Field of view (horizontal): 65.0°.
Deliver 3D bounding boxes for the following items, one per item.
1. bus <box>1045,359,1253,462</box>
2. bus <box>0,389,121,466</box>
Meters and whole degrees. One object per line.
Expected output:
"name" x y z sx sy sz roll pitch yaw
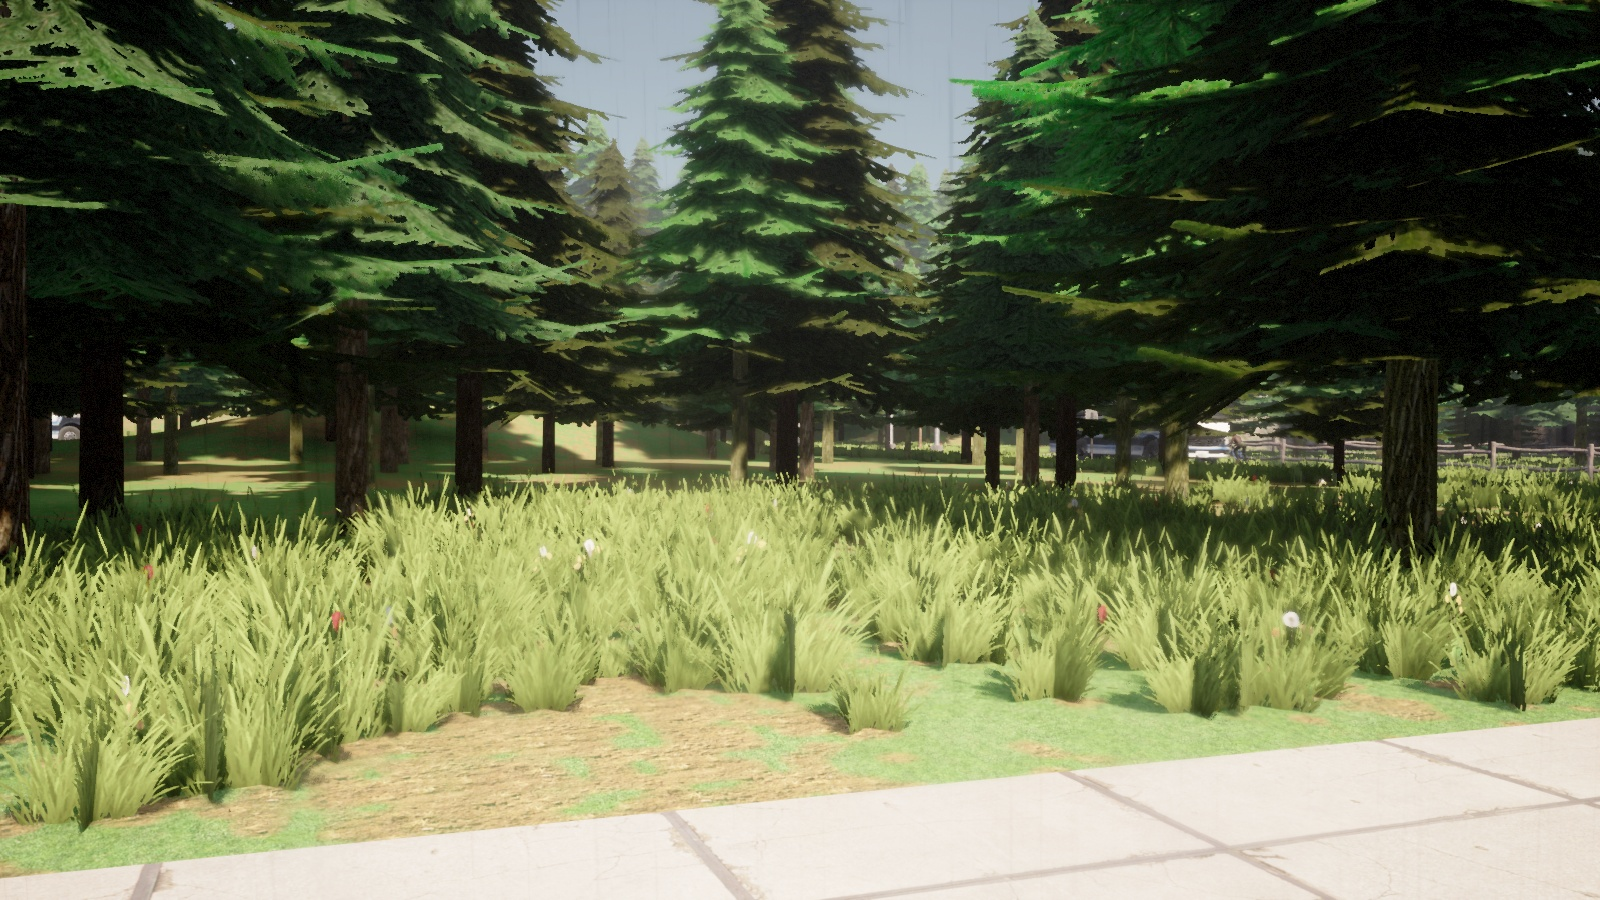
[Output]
"bus" 15.622 -1.709 57.473 3.944 4.253 10.273 -1 1 -20
"bus" -44.786 -1.279 71.152 3.944 4.253 10.273 0 1 40
